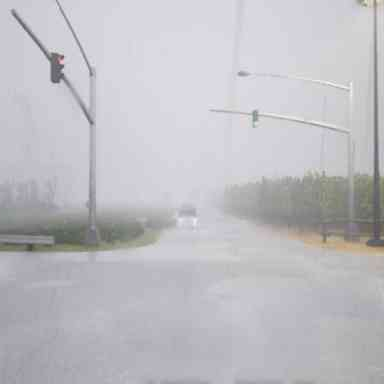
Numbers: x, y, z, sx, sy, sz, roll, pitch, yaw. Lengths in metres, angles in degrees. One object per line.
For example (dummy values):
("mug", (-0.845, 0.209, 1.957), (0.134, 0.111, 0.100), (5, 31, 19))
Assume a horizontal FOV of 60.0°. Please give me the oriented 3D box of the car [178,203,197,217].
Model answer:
("car", (-0.531, 1.963, 37.497), (1.882, 1.535, 5.008), (0, -1, -2))
